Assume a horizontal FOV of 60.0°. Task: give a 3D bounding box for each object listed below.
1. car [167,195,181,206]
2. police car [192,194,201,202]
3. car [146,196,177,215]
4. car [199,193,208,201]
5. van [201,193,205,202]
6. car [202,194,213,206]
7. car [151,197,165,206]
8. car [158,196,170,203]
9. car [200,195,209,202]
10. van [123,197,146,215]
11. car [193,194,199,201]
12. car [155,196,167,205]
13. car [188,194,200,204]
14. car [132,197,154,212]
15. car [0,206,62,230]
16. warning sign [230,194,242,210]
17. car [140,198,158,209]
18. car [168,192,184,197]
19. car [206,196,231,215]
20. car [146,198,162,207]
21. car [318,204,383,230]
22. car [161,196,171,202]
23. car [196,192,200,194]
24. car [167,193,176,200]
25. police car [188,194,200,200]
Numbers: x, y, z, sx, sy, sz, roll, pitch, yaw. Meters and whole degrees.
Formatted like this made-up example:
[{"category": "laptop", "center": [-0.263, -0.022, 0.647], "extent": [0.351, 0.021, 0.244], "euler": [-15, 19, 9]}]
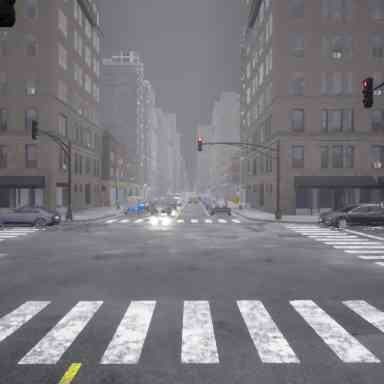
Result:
[{"category": "car", "center": [-2.966, 1.495, 43.800], "extent": [2.128, 1.511, 4.902], "euler": [0, 0, 0]}, {"category": "police car", "center": [1.040, 1.422, 79.485], "extent": [1.930, 1.638, 5.238], "euler": [0, 0, -1]}, {"category": "car", "center": [-3.003, 1.494, 33.555], "extent": [2.128, 1.511, 4.902], "euler": [0, 0, 0]}, {"category": "car", "center": [2.926, 1.310, 84.412], "extent": [2.192, 1.841, 5.009], "euler": [0, 0, 0]}, {"category": "van", "center": [2.838, 1.344, 56.066], "extent": [1.690, 1.788, 3.998], "euler": [0, 0, 0]}, {"category": "car", "center": [2.803, 1.443, 44.727], "extent": [1.967, 1.590, 4.097], "euler": [0, 0, 0]}, {"category": "car", "center": [-5.687, 1.569, 56.087], "extent": [1.947, 1.339, 4.313], "euler": [0, 0, 0]}, {"category": "car", "center": [-5.652, 1.567, 67.423], "extent": [1.947, 1.339, 4.313], "euler": [0, 0, 0]}, {"category": "car", "center": [2.909, 1.437, 78.743], "extent": [1.967, 1.590, 4.097], "euler": [0, 0, 0]}, {"category": "van", "center": [-5.758, 1.343, 33.413], "extent": [1.690, 1.788, 3.998], "euler": [0, 0, 0]}, {"category": "car", "center": [1.062, 1.448, 89.580], "extent": [1.801, 1.575, 5.366], "euler": [0, 0, 0]}, {"category": "car", "center": [-5.670, 1.527, 61.585], "extent": [1.752, 1.417, 4.829], "euler": [0, 0, 0]}, {"category": "car", "center": [0.193, 1.603, 62.987], "extent": [1.895, 1.301, 4.718], "euler": [0, 0, 0]}, {"category": "car", "center": [-5.740, 1.443, 39.082], "extent": [1.967, 1.590, 4.097], "euler": [0, 0, 0]}, {"category": "car", "center": [-10.338, 1.545, 20.573], "extent": [4.181, 1.385, 1.994], "euler": [0, 0, 0]}, {"category": "warning sign", "center": [5.188, 1.118, 39.376], "extent": [1.300, 1.860, 1.060], "euler": [0, 0, 0]}, {"category": "car", "center": [-5.722, 1.569, 44.750], "extent": [1.947, 1.339, 4.313], "euler": [0, 0, 0]}, {"category": "car", "center": [-2.920, 1.225, 54.530], "extent": [2.150, 2.045, 5.566], "euler": [0, 0, 0]}, {"category": "car", "center": [2.768, 1.442, 33.389], "extent": [1.967, 1.590, 4.097], "euler": [0, 0, 0]}, {"category": "car", "center": [-5.705, 1.585, 50.418], "extent": [1.802, 1.307, 4.206], "euler": [0, 0, 0]}, {"category": "car", "center": [10.417, 1.514, 20.715], "extent": [4.892, 1.490, 1.837], "euler": [0, 0, 0]}, {"category": "car", "center": [-5.634, 1.544, 73.091], "extent": [1.887, 1.381, 4.507], "euler": [0, 0, 0]}, {"category": "car", "center": [0.224, 1.292, 72.961], "extent": [1.882, 1.535, 5.008], "euler": [0, 0, 0]}, {"category": "car", "center": [-5.582, 1.307, 90.096], "extent": [2.192, 1.841, 5.009], "euler": [0, 0, 0]}, {"category": "police car", "center": [0.567, 1.415, 95.408], "extent": [1.930, 1.638, 5.238], "euler": [0, 0, -16]}]
